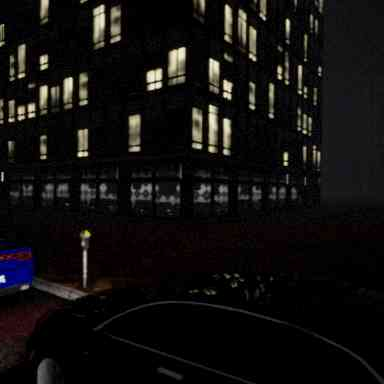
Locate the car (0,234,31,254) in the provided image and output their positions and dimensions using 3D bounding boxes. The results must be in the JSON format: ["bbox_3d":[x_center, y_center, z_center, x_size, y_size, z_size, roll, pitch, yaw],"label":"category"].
[{"bbox_3d":[-5.575,1.385,7.212,5.008,1.535,1.882,1,0,31],"label":"car"}]

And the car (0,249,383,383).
[{"bbox_3d":[0.388,1.493,3.020,4.892,1.490,1.837,1,0,36],"label":"car"}]
